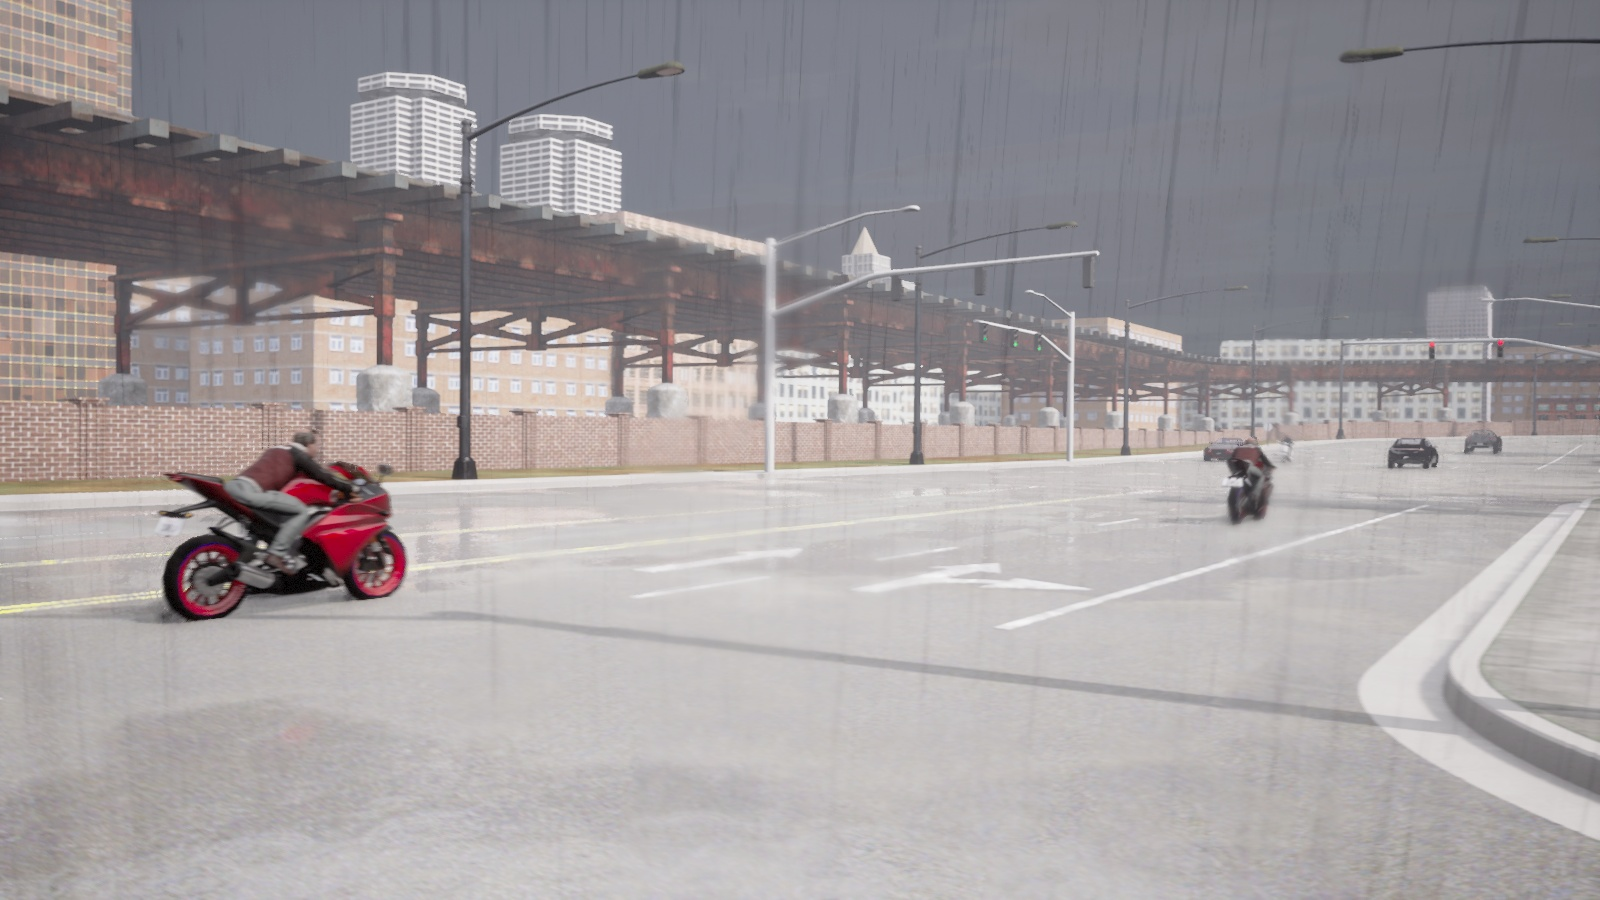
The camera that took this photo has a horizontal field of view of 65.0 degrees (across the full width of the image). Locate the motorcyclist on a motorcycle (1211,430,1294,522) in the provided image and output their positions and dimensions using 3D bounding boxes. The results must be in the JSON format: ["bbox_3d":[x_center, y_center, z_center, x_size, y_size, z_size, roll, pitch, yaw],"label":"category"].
[{"bbox_3d":[8.019,0.418,22.195,0.866,1.530,2.191,0,1,33],"label":"motorcyclist on a motorcycle"}]

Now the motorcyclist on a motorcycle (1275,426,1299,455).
[{"bbox_3d":[27.276,-0.557,70.271,0.866,1.590,1.817,0,2,34],"label":"motorcyclist on a motorcycle"}]

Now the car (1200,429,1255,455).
[{"bbox_3d":[24.898,-0.468,73.043,1.994,1.385,4.181,0,1,34],"label":"car"}]

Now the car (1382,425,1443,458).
[{"bbox_3d":[30.589,-0.447,62.626,2.128,1.511,4.902,0,1,34],"label":"car"}]

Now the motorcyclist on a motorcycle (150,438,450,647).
[{"bbox_3d":[-4.070,0.675,10.431,0.866,1.530,2.191,0,1,34],"label":"motorcyclist on a motorcycle"}]
